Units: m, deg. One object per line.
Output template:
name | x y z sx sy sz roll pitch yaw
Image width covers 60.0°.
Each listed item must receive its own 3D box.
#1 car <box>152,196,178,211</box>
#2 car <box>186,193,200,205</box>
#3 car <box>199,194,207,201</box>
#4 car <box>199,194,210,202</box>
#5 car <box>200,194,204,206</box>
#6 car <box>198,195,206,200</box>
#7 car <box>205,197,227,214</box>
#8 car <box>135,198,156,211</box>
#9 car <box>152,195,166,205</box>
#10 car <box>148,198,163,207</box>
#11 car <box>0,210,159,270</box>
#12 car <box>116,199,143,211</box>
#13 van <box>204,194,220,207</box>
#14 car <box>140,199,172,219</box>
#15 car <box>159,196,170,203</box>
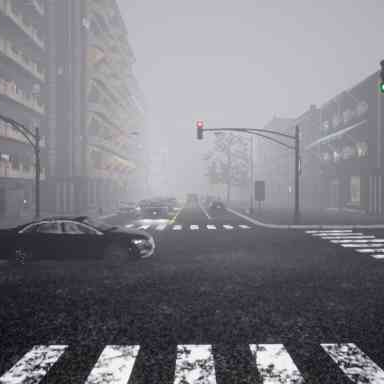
car | -3.087 1.535 38.659 2.033 1.411 5.357 0 0 0
car | 0.117 1.198 59.018 2.150 2.045 5.566 0 0 0
car | 2.712 1.396 85.476 1.967 1.590 4.097 0 0 0
car | 2.708 1.280 74.410 2.192 1.841 5.009 0 0 0
car | 2.702 1.420 52.276 1.967 1.590 4.097 0 0 0
car | 2.715 1.496 91.010 1.887 1.381 4.507 0 0 0
car | 2.698 1.555 35.675 1.947 1.339 4.313 0 0 0
car | -5.680 1.531 41.218 1.887 1.381 4.507 0 0 0
car | -5.677 1.417 57.819 1.967 1.590 4.097 0 0 0
car | -5.677 1.562 52.286 1.802 1.307 4.206 0 0 0
car | -3.726 1.539 10.762 4.902 1.511 2.128 -1 1 -1
car | -5.684 1.542 30.151 2.008 1.369 4.403 0 0 0
van | 2.698 1.327 41.208 1.690 1.788 3.998 0 0 0
car | -3.100 1.556 29.311 1.994 1.385 4.181 0 0 -1
car | -5.672 1.551 68.886 1.802 1.307 4.206 0 0 0
